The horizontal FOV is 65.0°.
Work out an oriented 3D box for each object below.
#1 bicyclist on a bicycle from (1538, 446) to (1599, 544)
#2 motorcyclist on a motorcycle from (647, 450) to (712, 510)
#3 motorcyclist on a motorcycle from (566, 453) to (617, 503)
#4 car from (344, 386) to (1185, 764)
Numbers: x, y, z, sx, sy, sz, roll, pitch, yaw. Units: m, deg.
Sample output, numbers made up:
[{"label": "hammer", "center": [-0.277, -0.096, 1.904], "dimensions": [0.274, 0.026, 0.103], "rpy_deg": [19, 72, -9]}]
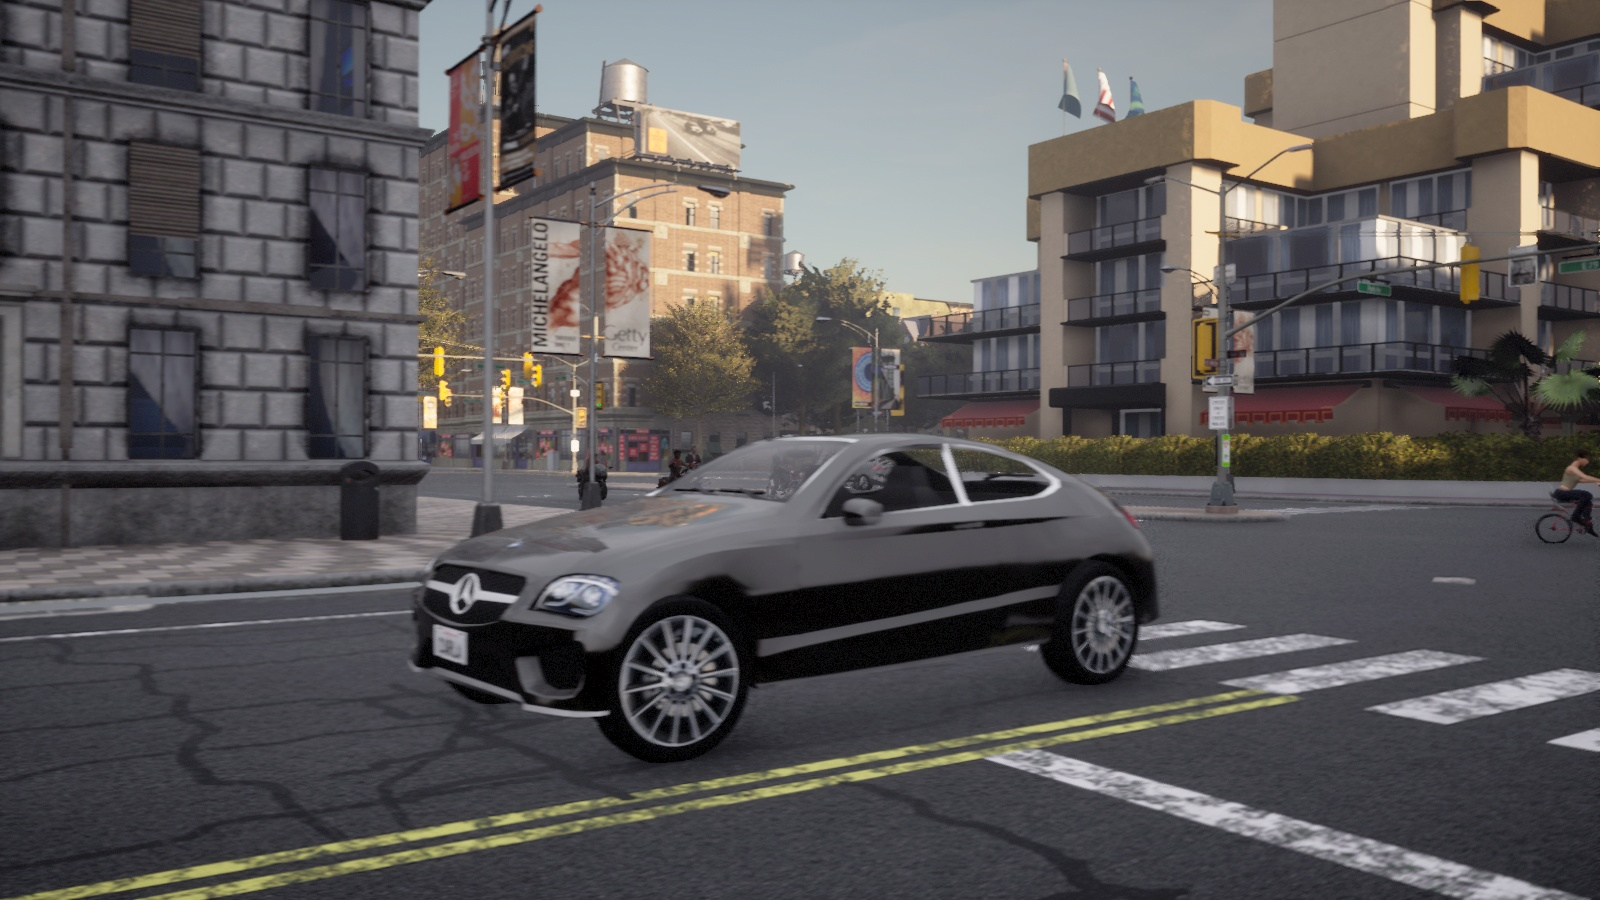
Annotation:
[{"label": "bicyclist on a bicycle", "center": [13.238, 0.744, 21.018], "dimensions": [1.509, 1.612, 0.866], "rpy_deg": [0, -1, 30]}, {"label": "motorcyclist on a motorcycle", "center": [-3.405, 0.818, 35.285], "dimensions": [0.766, 1.649, 2.350], "rpy_deg": [0, 0, -35]}, {"label": "motorcyclist on a motorcycle", "center": [-6.638, 0.868, 39.865], "dimensions": [0.797, 1.523, 2.044], "rpy_deg": [0, 0, -35]}, {"label": "car", "center": [0.032, 0.550, 7.908], "dimensions": [5.027, 1.651, 2.152], "rpy_deg": [0, 0, -39]}]
